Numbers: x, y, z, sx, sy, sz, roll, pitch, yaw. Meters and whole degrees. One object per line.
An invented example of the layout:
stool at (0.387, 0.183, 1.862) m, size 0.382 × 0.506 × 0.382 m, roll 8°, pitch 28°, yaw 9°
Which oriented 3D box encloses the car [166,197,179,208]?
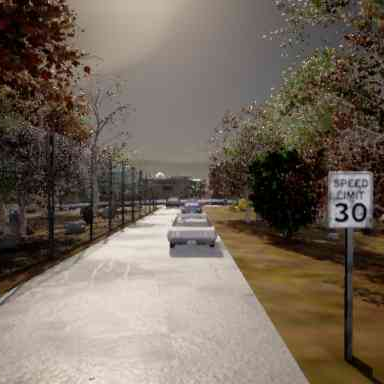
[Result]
car at (-2.750, 1.499, 48.647) m, size 1.882 × 1.535 × 5.008 m, roll 0°, pitch 0°, yaw 0°

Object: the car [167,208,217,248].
car at (0.000, 1.610, 14.675) m, size 1.895 × 1.301 × 4.718 m, roll 0°, pitch 0°, yaw 0°

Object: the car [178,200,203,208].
car at (0.000, 1.524, 29.646) m, size 1.812 × 1.442 × 4.674 m, roll 0°, pitch 0°, yaw 0°
